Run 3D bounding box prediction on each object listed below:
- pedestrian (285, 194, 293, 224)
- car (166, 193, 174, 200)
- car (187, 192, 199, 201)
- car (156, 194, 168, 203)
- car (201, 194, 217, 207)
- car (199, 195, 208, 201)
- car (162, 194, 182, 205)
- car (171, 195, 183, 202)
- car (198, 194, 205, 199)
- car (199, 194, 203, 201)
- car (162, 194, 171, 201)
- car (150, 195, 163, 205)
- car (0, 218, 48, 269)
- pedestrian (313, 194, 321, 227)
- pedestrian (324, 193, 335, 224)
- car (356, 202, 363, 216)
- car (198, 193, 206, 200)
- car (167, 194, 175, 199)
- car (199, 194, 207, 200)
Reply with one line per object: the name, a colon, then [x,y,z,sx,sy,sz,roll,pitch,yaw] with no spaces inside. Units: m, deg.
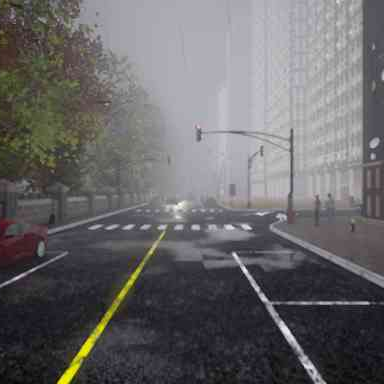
pedestrian: [5.983,1.058,20.205,0.375,1.860,0.375,0,0,0]
car: [-5.765,1.175,87.066,1.967,1.590,4.097,0,0,0]
car: [-0.066,1.293,74.514,2.033,1.411,5.357,0,0,0]
car: [-5.745,1.229,64.537,1.967,1.590,4.097,0,0,0]
car: [2.649,1.402,47.647,1.947,1.339,4.313,0,0,0]
car: [2.625,1.304,75.810,1.887,1.381,4.507,0,0,0]
car: [-3.117,1.386,52.632,1.994,1.385,4.181,0,0,0]
car: [-3.065,1.295,68.262,2.128,1.511,4.902,0,0,0]
car: [2.609,1.273,92.706,2.008,1.369,4.403,0,0,0]
car: [2.644,1.385,53.280,1.947,1.339,4.313,0,0,0]
car: [-5.755,1.286,75.633,1.752,1.417,4.829,0,0,0]
car: [-5.736,1.402,53.272,1.802,1.307,4.206,0,0,0]
car: [-5.826,1.508,9.721,1.887,1.381,4.507,0,0,0]
pedestrian: [7.118,1.032,19.006,0.375,1.860,0.375,0,0,0]
pedestrian: [8.118,0.954,19.607,0.375,1.860,0.375,0,0,0]
car: [14.651,1.180,25.066,4.313,1.339,1.947,-1,1,0]
car: [2.615,1.174,87.073,1.967,1.590,4.097,0,0,0]
car: [-5.771,1.268,92.698,1.887,1.381,4.507,0,0,0]
car: [2.620,1.186,81.442,1.967,1.590,4.097,0,0,0]
